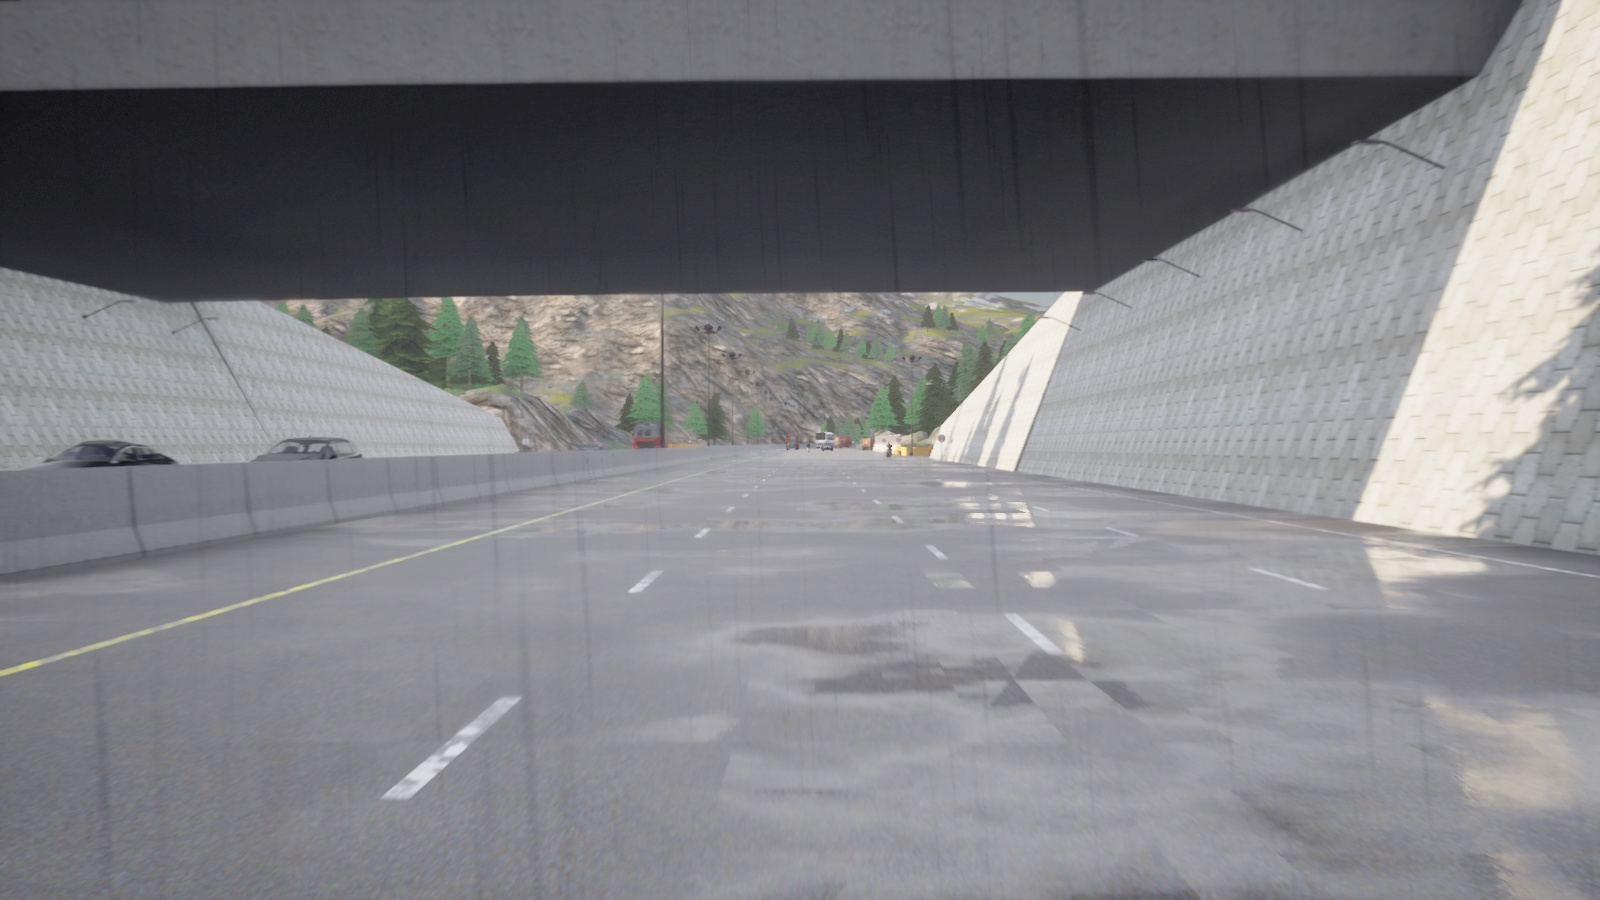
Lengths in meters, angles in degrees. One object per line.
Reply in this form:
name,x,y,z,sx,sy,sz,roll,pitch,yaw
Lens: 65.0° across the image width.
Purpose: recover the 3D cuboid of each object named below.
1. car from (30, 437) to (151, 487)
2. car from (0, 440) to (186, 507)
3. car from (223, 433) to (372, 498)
car,-24.241,0.385,43.071,1.851,1.617,3.988,0,0,0
car,-17.311,0.517,30.741,2.128,1.511,4.902,0,0,0
car,-13.787,0.386,34.794,2.242,1.667,4.611,0,0,0
